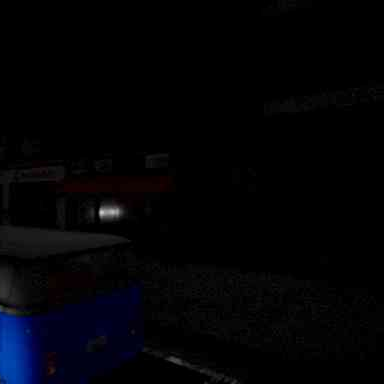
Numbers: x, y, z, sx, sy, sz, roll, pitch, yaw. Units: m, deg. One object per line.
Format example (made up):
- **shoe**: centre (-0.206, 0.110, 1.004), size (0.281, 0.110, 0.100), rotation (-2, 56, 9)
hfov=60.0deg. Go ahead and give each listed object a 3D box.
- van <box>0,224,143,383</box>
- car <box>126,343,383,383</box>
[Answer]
- **van**: centre (-2.520, 1.389, 4.606), size (3.998, 1.788, 1.690), rotation (-1, 0, 35)
- **car**: centre (1.968, 1.557, 1.405), size (4.313, 1.339, 1.947), rotation (-1, 0, 35)
